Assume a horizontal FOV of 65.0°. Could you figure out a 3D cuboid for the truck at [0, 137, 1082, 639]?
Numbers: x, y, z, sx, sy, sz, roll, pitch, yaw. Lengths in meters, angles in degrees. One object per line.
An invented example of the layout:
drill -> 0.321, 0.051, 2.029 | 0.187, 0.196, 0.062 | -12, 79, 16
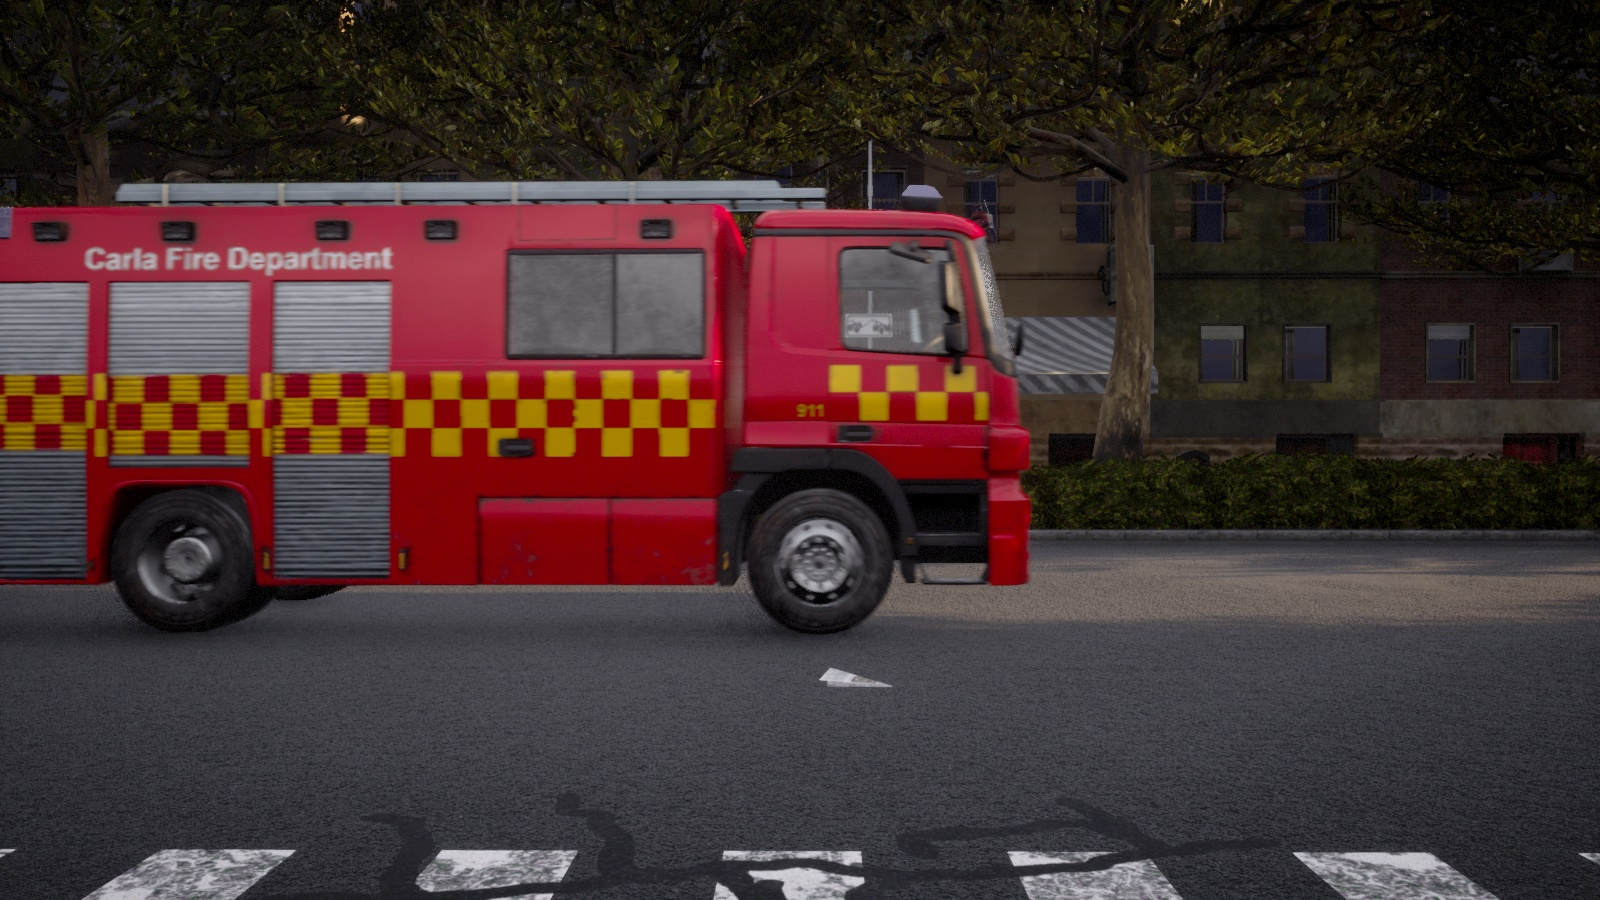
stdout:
truck -> -2.054, -0.483, 11.116 | 8.468, 3.827, 2.891 | 0, 0, 1
